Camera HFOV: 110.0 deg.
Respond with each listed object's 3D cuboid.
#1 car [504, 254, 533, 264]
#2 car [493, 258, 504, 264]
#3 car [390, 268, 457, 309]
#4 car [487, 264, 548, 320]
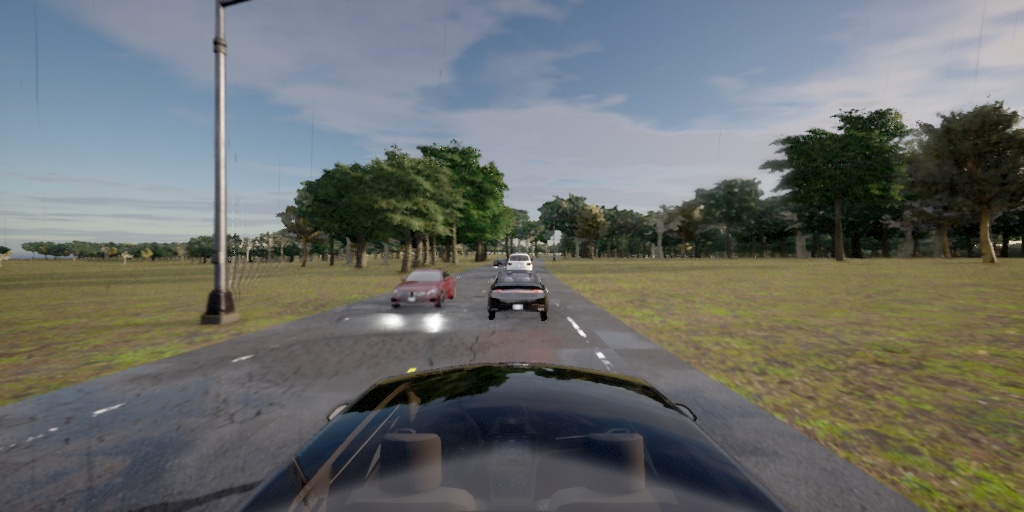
[{"bbox_3d":[0.714,0.827,32.533,2.150,2.045,5.566,0,0,2],"label":"car"},{"bbox_3d":[-1.734,0.978,55.984,1.994,1.385,4.181,0,1,4],"label":"car"},{"bbox_3d":[-3.466,1.243,14.857,1.812,1.442,4.674,0,0,1],"label":"car"},{"bbox_3d":[0.199,1.220,12.563,2.128,1.511,4.902,0,0,1],"label":"car"}]
